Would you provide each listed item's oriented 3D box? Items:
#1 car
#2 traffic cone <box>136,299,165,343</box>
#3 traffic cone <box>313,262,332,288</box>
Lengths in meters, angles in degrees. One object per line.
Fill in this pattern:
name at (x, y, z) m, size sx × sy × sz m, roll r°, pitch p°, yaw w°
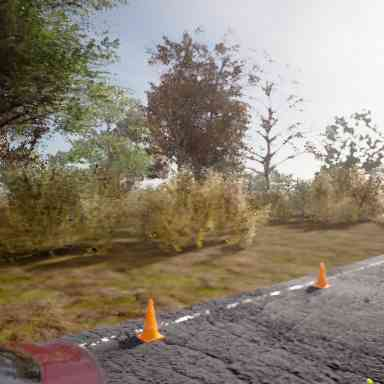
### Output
car at (-2.523, 1.521, 1.145) m, size 4.674 × 1.442 × 1.812 m, roll 1°, pitch 0°, yaw -36°
traffic cone at (-0.656, 1.993, 5.255) m, size 0.340 × 0.580 × 0.340 m, roll 1°, pitch -1°, yaw -37°
traffic cone at (3.230, 2.038, 8.255) m, size 0.340 × 0.580 × 0.340 m, roll 1°, pitch -1°, yaw -39°
